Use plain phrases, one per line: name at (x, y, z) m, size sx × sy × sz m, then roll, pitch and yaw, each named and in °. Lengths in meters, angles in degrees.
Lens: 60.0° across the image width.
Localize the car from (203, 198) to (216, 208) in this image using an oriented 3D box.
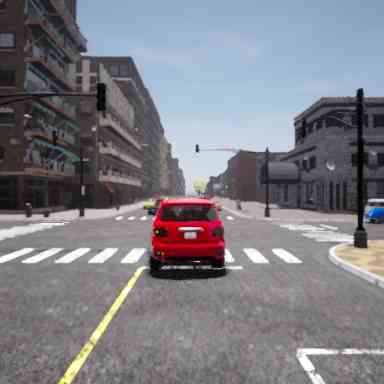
car at (2.692, 1.643, 51.330) m, size 1.802 × 1.307 × 4.206 m, roll 0°, pitch 0°, yaw 0°

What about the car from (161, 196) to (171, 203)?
car at (-5.689, 1.632, 73.316) m, size 1.752 × 1.417 × 4.829 m, roll 0°, pitch 0°, yaw 0°

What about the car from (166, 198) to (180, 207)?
car at (-3.063, 1.630, 54.074) m, size 1.994 × 1.385 × 4.181 m, roll 0°, pitch 0°, yaw 0°

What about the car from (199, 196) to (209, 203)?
car at (2.692, 1.657, 73.487) m, size 2.008 × 1.369 × 4.403 m, roll 0°, pitch 0°, yaw 0°

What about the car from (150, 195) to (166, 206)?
car at (-5.688, 1.386, 56.869) m, size 2.192 × 1.841 × 5.009 m, roll 0°, pitch 0°, yaw 0°

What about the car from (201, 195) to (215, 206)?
car at (2.693, 1.386, 56.870) m, size 2.192 × 1.841 × 5.009 m, roll 0°, pitch 0°, yaw 0°

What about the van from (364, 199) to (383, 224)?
van at (14.899, 1.429, 24.737) m, size 3.998 × 1.788 × 1.690 m, roll 0°, pitch 0°, yaw 0°

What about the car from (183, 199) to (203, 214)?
car at (0.099, 1.585, 36.648) m, size 2.033 × 1.411 × 5.357 m, roll 0°, pitch 0°, yaw 0°

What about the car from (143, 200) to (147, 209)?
car at (-5.689, 1.577, 45.620) m, size 1.752 × 1.417 × 4.829 m, roll 0°, pitch 0°, yaw 0°

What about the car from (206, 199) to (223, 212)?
car at (2.692, 1.569, 40.422) m, size 1.752 × 1.417 × 4.829 m, roll 0°, pitch 0°, yaw 0°

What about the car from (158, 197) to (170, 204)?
car at (-5.689, 1.645, 67.947) m, size 2.008 × 1.369 × 4.403 m, roll 0°, pitch 0°, yaw 0°

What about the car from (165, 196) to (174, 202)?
car at (-5.689, 1.679, 84.565) m, size 1.887 × 1.381 × 4.507 m, roll 0°, pitch 0°, yaw 0°

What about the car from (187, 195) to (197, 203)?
car at (-0.001, 1.458, 72.031) m, size 2.097 × 1.767 × 4.553 m, roll 0°, pitch 0°, yaw 0°

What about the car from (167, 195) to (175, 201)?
car at (-5.689, 1.589, 90.104) m, size 1.967 × 1.590 × 4.097 m, roll 0°, pitch 0°, yaw 0°

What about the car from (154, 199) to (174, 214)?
car at (-3.093, 1.566, 37.587) m, size 1.812 × 1.442 × 4.674 m, roll 0°, pitch 0°, yaw 0°

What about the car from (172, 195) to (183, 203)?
car at (-3.001, 1.471, 69.952) m, size 2.128 × 1.511 × 4.902 m, roll 0°, pitch 0°, yaw 0°

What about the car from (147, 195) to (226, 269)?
car at (-0.332, 1.224, 11.425) m, size 2.150 × 2.045 × 5.566 m, roll 0°, pitch 0°, yaw -6°
